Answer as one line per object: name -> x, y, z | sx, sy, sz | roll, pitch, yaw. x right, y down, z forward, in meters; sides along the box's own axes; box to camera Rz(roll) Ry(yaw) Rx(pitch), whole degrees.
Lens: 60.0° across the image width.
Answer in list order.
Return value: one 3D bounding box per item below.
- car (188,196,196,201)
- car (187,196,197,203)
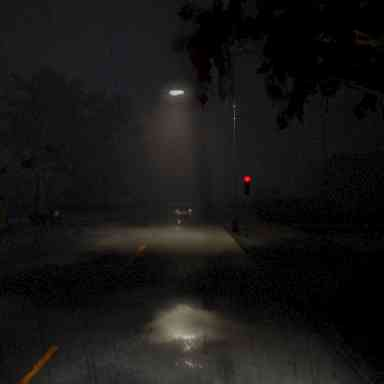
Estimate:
car -> 0.004, 1.615, 84.970 | 1.895, 1.301, 4.718 | 0, 0, 0
car -> 0.004, 1.682, 74.937 | 1.812, 1.442, 4.674 | 0, 0, 0
